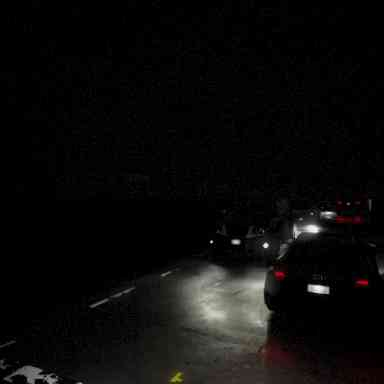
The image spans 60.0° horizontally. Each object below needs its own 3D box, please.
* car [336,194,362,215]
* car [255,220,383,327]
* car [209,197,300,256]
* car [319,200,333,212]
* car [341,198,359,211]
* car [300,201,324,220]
[{"bbox_3d":[16.067,1.239,34.028,2.150,2.045,5.566,0,0,26],"label":"car"},{"bbox_3d":[2.951,1.563,7.254,1.994,1.385,4.181,0,0,26],"label":"car"},{"bbox_3d":[2.585,1.230,13.012,2.150,2.045,5.566,0,0,26],"label":"car"},{"bbox_3d":[15.917,1.617,40.096,1.994,1.385,4.181,0,0,26],"label":"car"},{"bbox_3d":[20.731,1.576,43.684,2.033,1.411,5.357,0,0,26],"label":"car"},{"bbox_3d":[8.695,1.616,25.510,1.895,1.301,4.718,0,0,26],"label":"car"}]
